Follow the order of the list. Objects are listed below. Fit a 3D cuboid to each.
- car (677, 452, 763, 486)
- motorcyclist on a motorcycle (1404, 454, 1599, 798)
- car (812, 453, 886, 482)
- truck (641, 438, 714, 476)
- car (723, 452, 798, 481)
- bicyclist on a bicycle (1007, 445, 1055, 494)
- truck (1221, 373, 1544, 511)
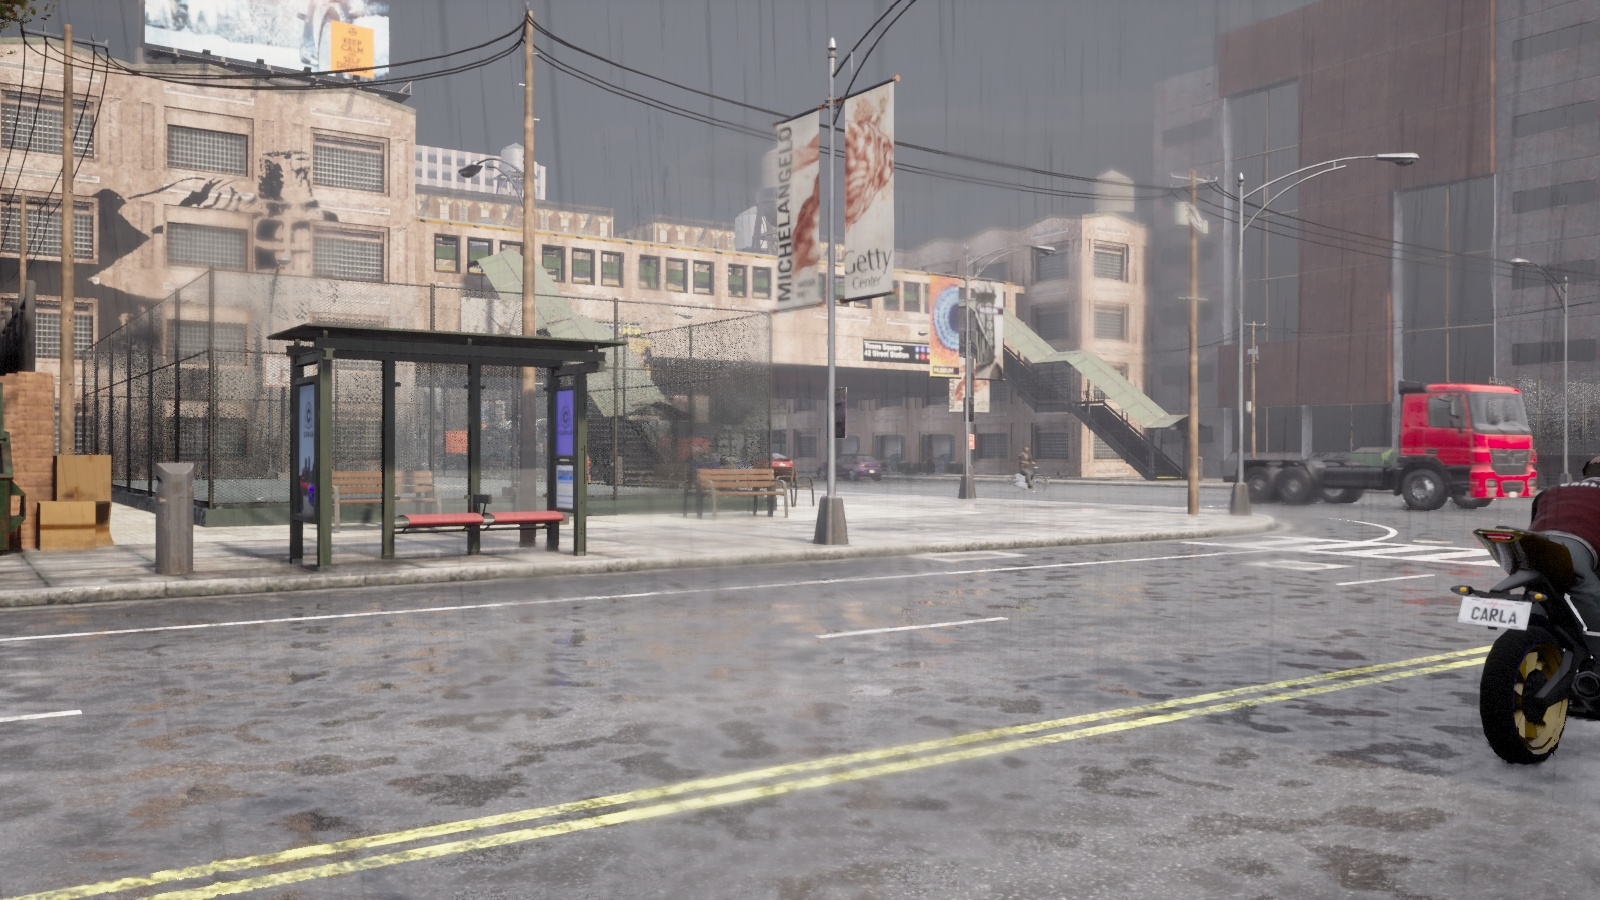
[{"bbox_3d":[-3.775,0.843,58.686,2.007,1.525,4.514,0,0,-34],"label":"car"},{"bbox_3d":[4.185,0.787,6.582,2.191,1.530,0.866,0,0,-35],"label":"motorcyclist on a motorcycle"},{"bbox_3d":[2.619,0.919,67.947,1.816,1.474,4.193,0,0,-34],"label":"car"},{"bbox_3d":[-8.236,0.481,84.013,2.627,2.467,5.204,0,0,-34],"label":"truck"},{"bbox_3d":[-2.228,0.865,68.876,2.007,1.525,4.514,0,0,-34],"label":"car"},{"bbox_3d":[8.600,0.712,46.803,0.659,1.776,1.843,0,0,-34],"label":"bicyclist on a bicycle"},{"bbox_3d":[16.226,-0.184,35.661,2.891,3.462,7.936,0,0,-34],"label":"truck"}]
